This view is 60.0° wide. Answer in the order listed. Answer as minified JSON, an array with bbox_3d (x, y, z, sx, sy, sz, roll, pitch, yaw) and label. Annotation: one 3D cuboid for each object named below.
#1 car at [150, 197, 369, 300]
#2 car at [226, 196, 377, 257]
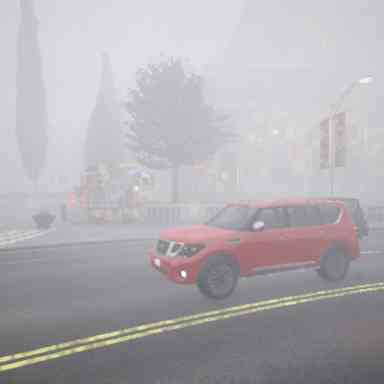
[{"bbox_3d":[1.752,1.218,8.578,5.566,2.045,2.150,0,0,-24],"label":"car"},{"bbox_3d":[4.371,1.214,13.358,5.566,2.045,2.150,0,0,-19],"label":"car"}]
